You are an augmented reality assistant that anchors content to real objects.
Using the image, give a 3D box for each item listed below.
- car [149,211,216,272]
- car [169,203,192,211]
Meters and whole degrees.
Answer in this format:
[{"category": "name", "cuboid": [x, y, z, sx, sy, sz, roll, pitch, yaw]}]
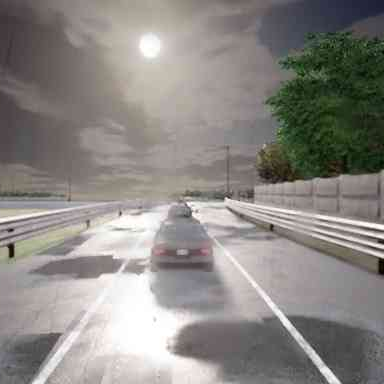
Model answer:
[{"category": "car", "cuboid": [-0.342, 1.565, 10.859, 2.033, 1.411, 5.357, 0, 0, -2]}, {"category": "car", "cuboid": [-0.960, 1.598, 28.217, 1.994, 1.385, 4.181, 0, 0, 0]}]
